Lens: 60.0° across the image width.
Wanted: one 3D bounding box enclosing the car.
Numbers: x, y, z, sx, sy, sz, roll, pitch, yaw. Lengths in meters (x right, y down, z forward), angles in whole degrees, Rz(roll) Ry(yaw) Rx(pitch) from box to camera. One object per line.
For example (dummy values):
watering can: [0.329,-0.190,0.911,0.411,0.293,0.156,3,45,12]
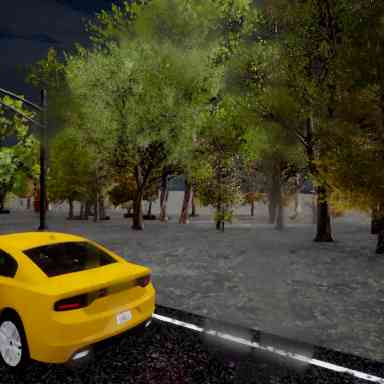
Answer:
car: [-2.900,1.444,5.749,5.008,1.535,1.882,1,0,35]
